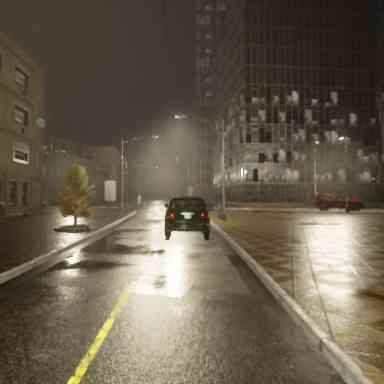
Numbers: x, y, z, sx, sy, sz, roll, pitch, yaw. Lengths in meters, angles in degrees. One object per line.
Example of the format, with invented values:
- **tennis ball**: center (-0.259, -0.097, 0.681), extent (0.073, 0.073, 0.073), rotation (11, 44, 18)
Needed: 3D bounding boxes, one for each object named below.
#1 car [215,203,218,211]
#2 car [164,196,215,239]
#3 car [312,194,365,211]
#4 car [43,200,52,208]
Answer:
- **car**: center (1.125, 1.450, 36.697), extent (1.812, 1.442, 4.674), rotation (-2, 1, 30)
- **car**: center (-0.280, 1.210, 17.424), extent (2.150, 2.045, 5.566), rotation (0, 0, -2)
- **car**: center (15.156, 1.159, 34.704), extent (5.009, 1.841, 2.192), rotation (0, -1, 17)
- **car**: center (-21.395, 1.534, 45.891), extent (4.313, 1.339, 1.947), rotation (0, -1, 17)
